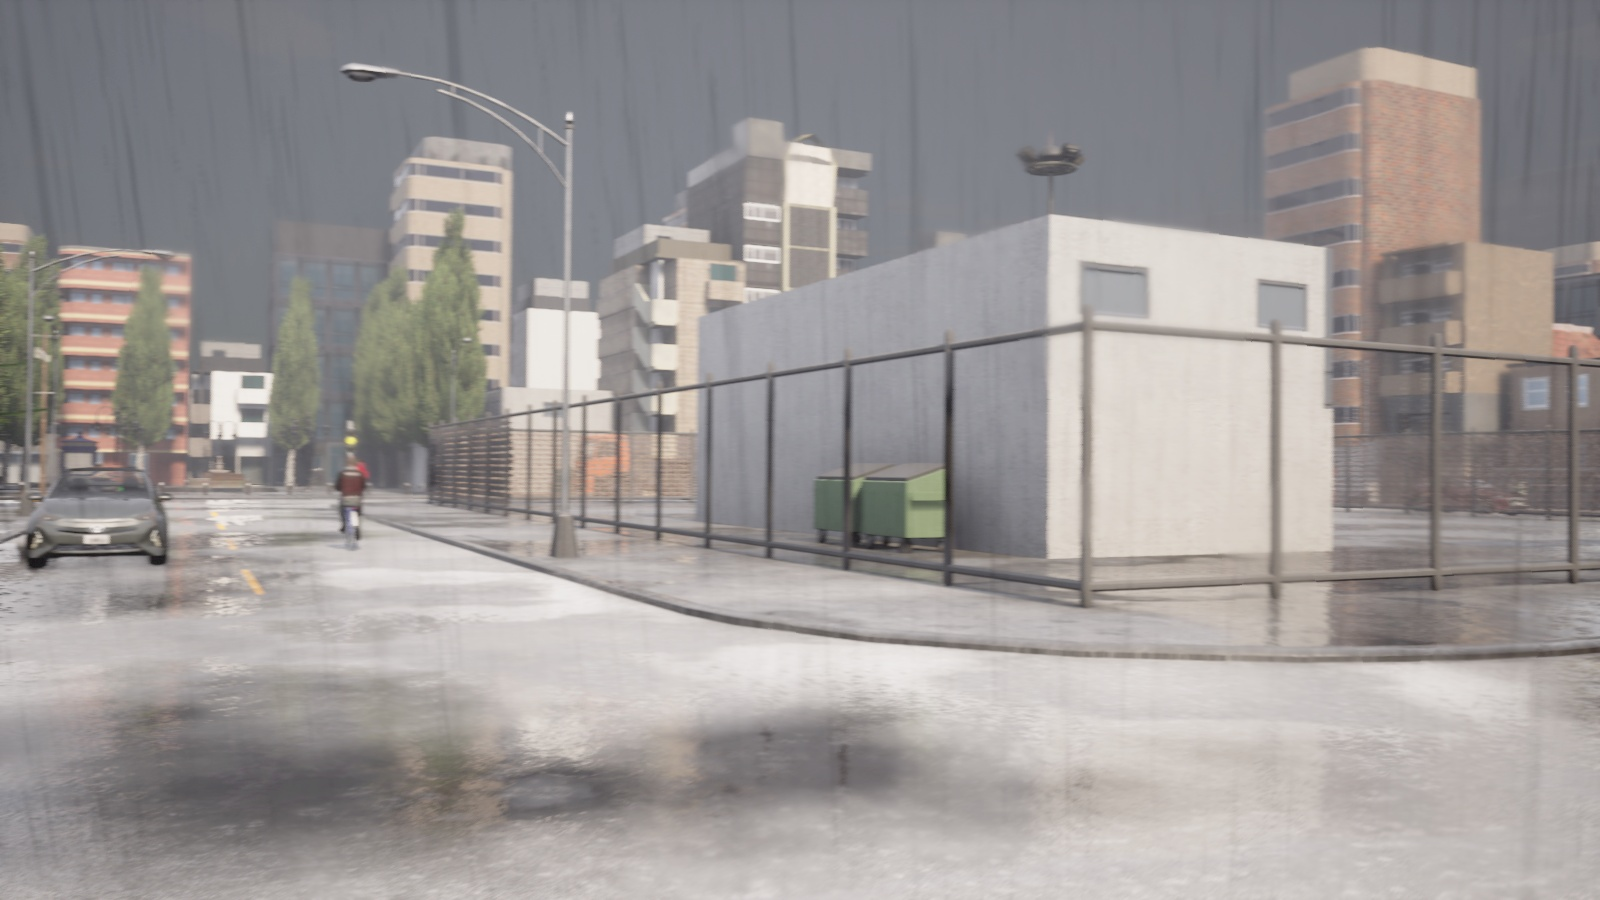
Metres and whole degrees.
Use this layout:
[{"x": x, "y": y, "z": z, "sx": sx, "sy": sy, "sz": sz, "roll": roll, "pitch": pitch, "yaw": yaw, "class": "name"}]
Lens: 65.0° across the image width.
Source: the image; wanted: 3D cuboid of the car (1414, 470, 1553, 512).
[{"x": 28.414, "y": 1.676, "z": 52.406, "sx": 2.033, "sy": 1.649, "sz": 4.856, "roll": 1, "pitch": -1, "yaw": -24, "class": "car"}]

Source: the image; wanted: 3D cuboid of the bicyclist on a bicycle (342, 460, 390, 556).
[{"x": -8.353, "y": 1.089, "z": 24.143, "sx": 0.659, "sy": 1.776, "sz": 1.843, "roll": 1, "pitch": -1, "yaw": -25, "class": "bicyclist on a bicycle"}]

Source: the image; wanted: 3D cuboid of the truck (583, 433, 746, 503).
[{"x": -7.079, "y": 0.951, "z": 65.848, "sx": 7.936, "sy": 3.462, "sz": 2.891, "roll": 1, "pitch": -1, "yaw": -26, "class": "truck"}]

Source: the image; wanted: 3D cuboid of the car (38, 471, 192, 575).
[{"x": -11.219, "y": 1.105, "z": 20.826, "sx": 2.007, "sy": 1.525, "sz": 4.514, "roll": 1, "pitch": -1, "yaw": -26, "class": "car"}]
